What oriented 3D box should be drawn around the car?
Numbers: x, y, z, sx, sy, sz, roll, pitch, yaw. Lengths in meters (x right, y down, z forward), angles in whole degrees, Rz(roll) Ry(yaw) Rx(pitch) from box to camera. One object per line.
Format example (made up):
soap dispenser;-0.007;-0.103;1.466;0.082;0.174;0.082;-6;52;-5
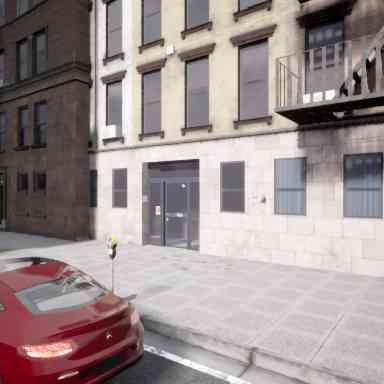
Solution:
car;-2.504;1.582;4.596;4.206;1.307;1.802;0;0;36
